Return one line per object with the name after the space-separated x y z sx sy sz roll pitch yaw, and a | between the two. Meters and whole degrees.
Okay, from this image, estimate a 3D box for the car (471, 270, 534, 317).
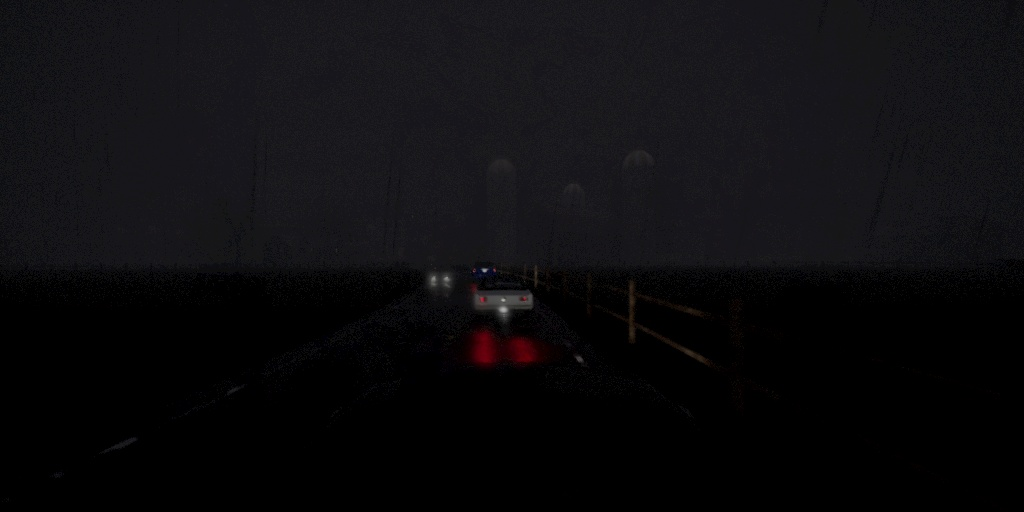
-0.383 1.374 13.229 1.895 1.301 4.718 0 0 -3 | car

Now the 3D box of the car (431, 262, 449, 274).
-8.971 1.419 44.411 1.812 1.442 4.674 0 0 -16 | car

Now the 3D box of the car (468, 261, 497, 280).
-2.474 1.176 29.635 2.097 1.767 4.553 0 0 -10 | car
